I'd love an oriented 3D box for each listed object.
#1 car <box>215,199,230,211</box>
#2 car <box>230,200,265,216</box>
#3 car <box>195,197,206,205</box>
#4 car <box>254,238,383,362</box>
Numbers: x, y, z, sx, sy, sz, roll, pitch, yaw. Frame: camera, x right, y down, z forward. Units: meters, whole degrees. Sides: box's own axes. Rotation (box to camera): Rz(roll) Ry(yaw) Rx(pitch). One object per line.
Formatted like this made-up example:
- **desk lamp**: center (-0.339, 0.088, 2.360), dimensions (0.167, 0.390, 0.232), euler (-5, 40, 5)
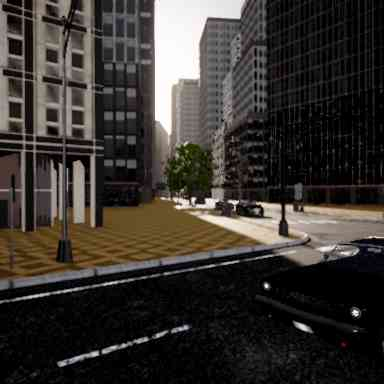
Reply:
- **car**: center (4.291, 1.691, 44.235), dimensions (2.033, 1.411, 5.357), euler (0, 0, -7)
- **car**: center (5.697, 1.575, 33.094), dimensions (2.128, 1.511, 4.902), euler (0, 0, -7)
- **car**: center (1.639, 1.784, 65.913), dimensions (1.837, 1.490, 4.892), euler (0, -1, -7)
- **car**: center (3.343, 1.576, 5.970), dimensions (4.718, 1.301, 1.895), euler (0, 0, -36)
